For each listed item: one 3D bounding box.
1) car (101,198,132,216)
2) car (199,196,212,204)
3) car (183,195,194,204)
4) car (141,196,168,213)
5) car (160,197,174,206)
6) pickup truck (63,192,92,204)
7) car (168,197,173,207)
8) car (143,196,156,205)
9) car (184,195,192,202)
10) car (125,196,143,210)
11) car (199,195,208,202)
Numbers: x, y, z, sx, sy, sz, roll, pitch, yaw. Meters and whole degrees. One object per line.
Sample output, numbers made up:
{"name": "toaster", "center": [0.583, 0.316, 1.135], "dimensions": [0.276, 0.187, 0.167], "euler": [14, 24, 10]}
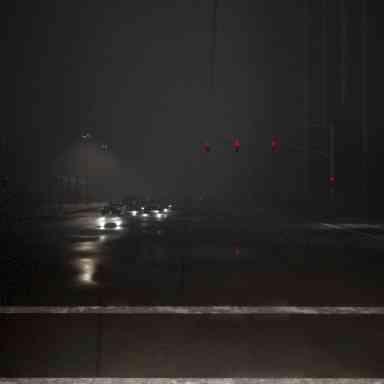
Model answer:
{"name": "car", "center": [-7.612, 1.601, 33.115], "dimensions": [1.895, 1.301, 4.718], "euler": [0, 0, -1]}
{"name": "car", "center": [2.780, 1.491, 62.445], "dimensions": [2.128, 1.511, 4.902], "euler": [0, 0, 0]}
{"name": "car", "center": [-0.749, 1.352, 65.456], "dimensions": [2.097, 1.767, 4.553], "euler": [0, 0, -1]}
{"name": "car", "center": [-4.165, 1.526, 37.254], "dimensions": [1.812, 1.442, 4.674], "euler": [0, 0, 2]}
{"name": "car", "center": [-4.338, 1.547, 57.933], "dimensions": [2.033, 1.411, 5.357], "euler": [0, 0, 0]}
{"name": "pickup truck", "center": [-20.918, 1.059, 60.092], "dimensions": [2.390, 2.098, 6.274], "euler": [0, 0, 30]}
{"name": "car", "center": [-4.253, 1.491, 47.281], "dimensions": [2.128, 1.511, 4.902], "euler": [0, 0, 0]}
{"name": "car", "center": [-7.867, 1.478, 61.679], "dimensions": [1.882, 1.535, 5.008], "euler": [0, 0, 0]}
{"name": "car", "center": [-0.947, 1.478, 75.459], "dimensions": [1.882, 1.535, 5.008], "euler": [0, 0, -1]}
{"name": "car", "center": [-7.706, 1.352, 41.884], "dimensions": [2.097, 1.767, 4.553], "euler": [0, 0, 0]}
{"name": "car", "center": [2.555, 1.524, 75.254], "dimensions": [1.812, 1.442, 4.674], "euler": [0, 0, -1]}
